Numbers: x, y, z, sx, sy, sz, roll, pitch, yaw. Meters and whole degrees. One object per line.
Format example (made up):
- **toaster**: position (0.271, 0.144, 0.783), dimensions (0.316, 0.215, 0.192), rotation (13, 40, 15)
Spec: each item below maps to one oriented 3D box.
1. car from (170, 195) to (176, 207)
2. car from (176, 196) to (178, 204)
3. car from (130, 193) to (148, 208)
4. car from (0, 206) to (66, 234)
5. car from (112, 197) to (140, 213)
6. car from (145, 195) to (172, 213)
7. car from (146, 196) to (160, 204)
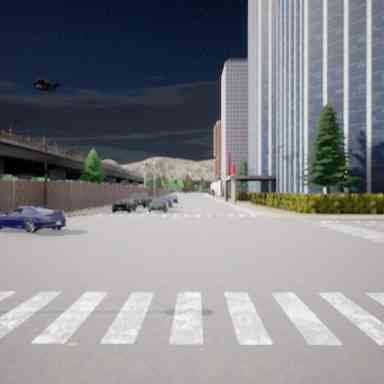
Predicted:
- **car**: position (-3.568, 1.376, 45.266), dimensions (1.837, 1.490, 4.892), rotation (0, 0, 0)
- **car**: position (-3.507, 1.309, 59.671), dimensions (1.882, 1.535, 5.008), rotation (0, 0, 1)
- **car**: position (-7.074, 1.093, 45.099), dimensions (2.150, 2.045, 5.566), rotation (0, 0, 1)
- **car**: position (-9.216, 1.497, 18.676), dimensions (4.674, 1.442, 1.812), rotation (0, -1, 25)
- **car**: position (-7.108, 1.500, 35.346), dimensions (1.895, 1.301, 4.718), rotation (0, 0, 1)
- **car**: position (-3.573, 1.403, 36.037), dimensions (1.837, 1.490, 4.892), rotation (0, 0, 0)
- **car**: position (-6.999, 1.395, 59.676), dimensions (1.994, 1.385, 4.181), rotation (0, 0, 1)
